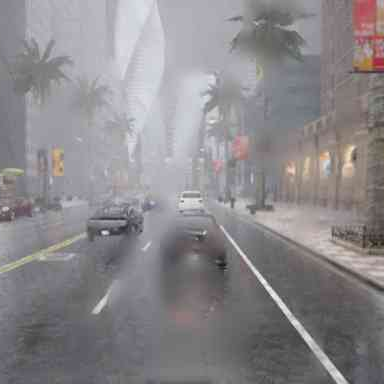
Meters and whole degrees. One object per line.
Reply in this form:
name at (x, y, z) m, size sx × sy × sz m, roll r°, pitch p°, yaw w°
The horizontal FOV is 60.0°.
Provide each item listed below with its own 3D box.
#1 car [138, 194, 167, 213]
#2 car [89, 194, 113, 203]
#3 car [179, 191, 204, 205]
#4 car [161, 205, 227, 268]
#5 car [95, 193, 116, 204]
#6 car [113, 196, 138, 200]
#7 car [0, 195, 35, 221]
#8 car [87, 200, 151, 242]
car at (-3.579, 1.075, 32.255) m, size 2.097 × 1.767 × 4.553 m, roll 0°, pitch 1°, yaw -1°
car at (-10.854, 1.166, 39.442) m, size 1.837 × 1.490 × 4.892 m, roll 0°, pitch 0°, yaw -1°
car at (-0.065, 0.951, 31.429) m, size 2.150 × 2.045 × 5.566 m, roll 0°, pitch 1°, yaw -1°
car at (0.065, 1.412, 10.905) m, size 1.837 × 1.490 × 4.892 m, roll 0°, pitch 1°, yaw 0°
car at (-14.039, 1.016, 54.188) m, size 2.231 × 1.521 × 4.892 m, roll 0°, pitch 0°, yaw -1°
car at (-7.354, 1.211, 39.106) m, size 2.033 × 1.411 × 5.357 m, roll 0°, pitch 1°, yaw -1°
car at (-13.671, 1.141, 24.816) m, size 2.185 × 1.767 × 4.553 m, roll 0°, pitch 0°, yaw -1°
car at (-3.426, 1.358, 15.550) m, size 2.128 × 1.511 × 4.902 m, roll 0°, pitch 1°, yaw 0°
